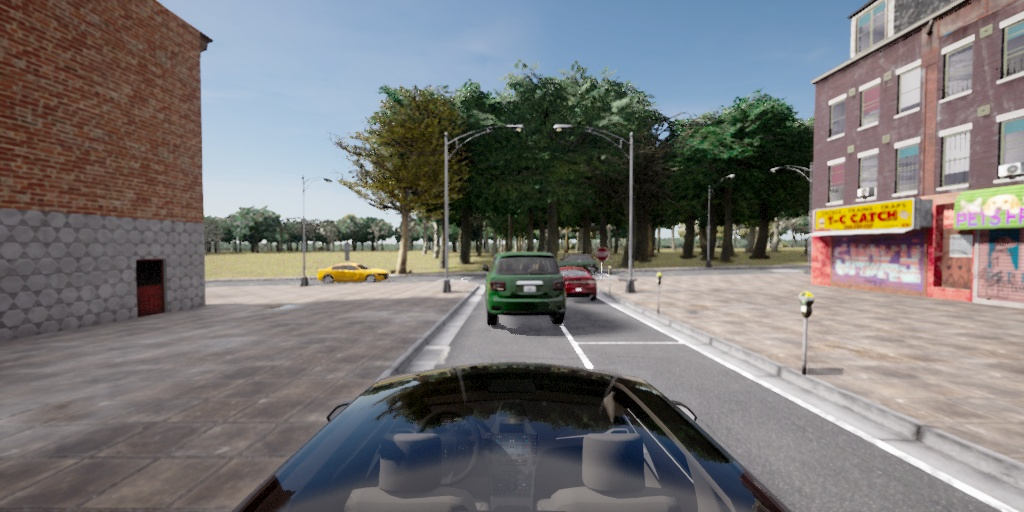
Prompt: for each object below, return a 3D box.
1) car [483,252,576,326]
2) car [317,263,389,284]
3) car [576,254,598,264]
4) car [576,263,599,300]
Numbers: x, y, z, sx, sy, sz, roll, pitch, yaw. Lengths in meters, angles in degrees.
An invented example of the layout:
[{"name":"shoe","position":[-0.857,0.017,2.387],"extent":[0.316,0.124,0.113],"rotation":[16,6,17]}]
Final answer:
[{"name":"car","position":[0.243,0.883,11.541],"extent":[2.150,2.045,5.566],"rotation":[0,1,-4]},{"name":"car","position":[-11.781,1.275,26.694],"extent":[5.008,1.535,1.882],"rotation":[0,1,0]},{"name":"car","position":[4.785,0.679,29.650],"extent":[4.553,1.767,2.097],"rotation":[-1,1,0]},{"name":"car","position":[2.625,1.163,16.272],"extent":[1.888,1.381,4.507],"rotation":[0,0,0]}]
